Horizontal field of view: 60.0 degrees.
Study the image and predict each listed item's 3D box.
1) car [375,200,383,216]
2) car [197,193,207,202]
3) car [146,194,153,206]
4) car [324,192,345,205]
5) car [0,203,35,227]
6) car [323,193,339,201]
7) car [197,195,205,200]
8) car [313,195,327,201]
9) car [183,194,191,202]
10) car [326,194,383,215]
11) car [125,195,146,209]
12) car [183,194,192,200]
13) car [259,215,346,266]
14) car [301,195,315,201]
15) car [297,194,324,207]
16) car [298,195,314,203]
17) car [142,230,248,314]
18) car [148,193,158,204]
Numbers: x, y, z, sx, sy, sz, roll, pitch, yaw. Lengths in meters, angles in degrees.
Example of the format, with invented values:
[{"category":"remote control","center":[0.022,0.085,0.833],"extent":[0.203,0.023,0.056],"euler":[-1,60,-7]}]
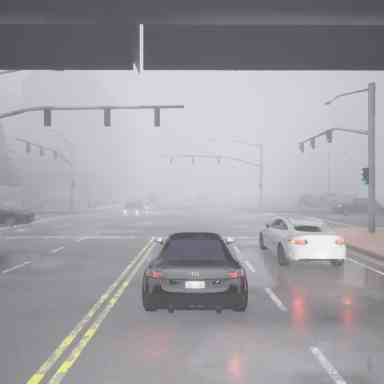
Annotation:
[{"category":"car","center":[19.147,1.601,29.649],"extent":[4.718,1.301,1.895],"euler":[0,0,1]},{"category":"car","center":[2.395,1.223,77.011],"extent":[2.150,2.045,5.566],"euler":[0,0,0]},{"category":"car","center":[-8.050,1.526,55.436],"extent":[1.812,1.442,4.674],"euler":[0,0,0]},{"category":"car","center":[19.534,1.156,47.363],"extent":[1.905,1.878,3.866],"euler":[0,0,0]},{"category":"car","center":[-13.193,1.478,22.276],"extent":[5.008,1.535,1.882],"euler":[0,0,-1]},{"category":"car","center":[33.485,1.153,80.025],"extent":[1.932,1.855,4.605],"euler":[0,0,0]},{"category":"car","center":[2.334,1.378,86.079],"extent":[1.994,1.385,4.181],"euler":[0,0,0]},{"category":"car","center":[30.802,1.364,79.966],"extent":[1.784,1.438,3.905],"euler":[0,0,0]},{"category":"car","center":[-1.105,1.593,76.985],"extent":[1.895,1.301,4.718],"euler":[0,0,0]},{"category":"car","center":[16.350,1.352,33.180],"extent":[4.553,1.767,2.097],"euler":[0,0,1]},{"category":"car","center":[-7.999,1.478,46.156],"extent":[1.882,1.535,5.008],"euler":[0,0,0]},{"category":"car","center":[-1.166,1.351,86.056],"extent":[2.128,1.511,4.902],"euler":[0,0,0]},{"category":"car","center":[3.581,1.526,11.385],"extent":[1.812,1.442,4.674],"euler":[0,0,0]},{"category":"car","center":[27.907,1.395,79.958],"extent":[1.970,1.475,3.806],"euler":[0,0,0]},{"category":"car","center":[16.640,1.153,47.408],"extent":[1.932,1.855,4.605],"euler":[0,0,0]},{"category":"car","center":[22.186,1.395,64.838],"extent":[1.970,1.475,3.806],"euler":[0,0,0]},{"category":"car","center":[0.066,1.564,7.725],"extent":[1.994,1.385,4.181],"euler":[0,0,0]},{"category":"car","center":[-8.059,1.223,66.468],"extent":[2.150,2.045,5.566],"euler":[0,0,0]}]
